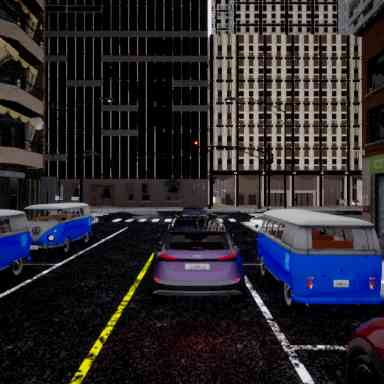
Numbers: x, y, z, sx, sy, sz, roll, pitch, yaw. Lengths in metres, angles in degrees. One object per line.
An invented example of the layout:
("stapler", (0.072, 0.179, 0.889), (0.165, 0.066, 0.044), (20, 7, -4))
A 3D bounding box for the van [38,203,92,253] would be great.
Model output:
("van", (-5.303, 1.345, 13.274), (1.690, 1.788, 3.998), (0, 0, 0))

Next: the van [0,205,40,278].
("van", (-5.306, 1.343, 7.585), (1.690, 1.788, 3.998), (0, 0, 0))

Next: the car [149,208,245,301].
("car", (0.105, 1.432, 8.343), (2.033, 1.649, 4.856), (0, 0, 0))

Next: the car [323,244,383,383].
("car", (2.570, 1.440, 1.895), (1.967, 1.590, 4.097), (0, 0, 0))

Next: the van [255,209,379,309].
("van", (2.574, 1.343, 7.586), (1.690, 1.788, 3.998), (0, 0, 0))
